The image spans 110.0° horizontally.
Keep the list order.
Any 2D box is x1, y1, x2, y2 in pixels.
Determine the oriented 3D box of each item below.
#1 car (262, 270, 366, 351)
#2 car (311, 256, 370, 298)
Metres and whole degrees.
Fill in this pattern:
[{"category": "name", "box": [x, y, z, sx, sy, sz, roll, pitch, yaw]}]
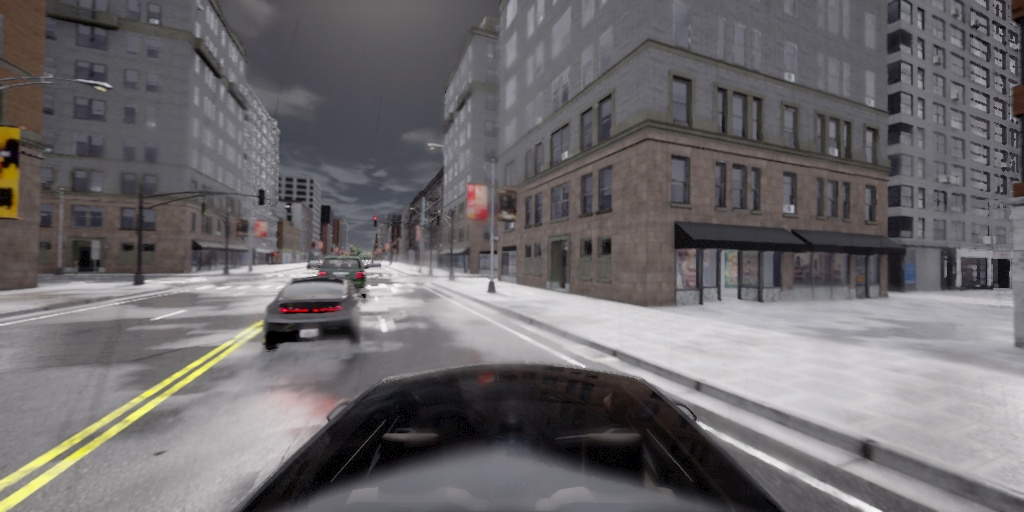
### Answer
[{"category": "car", "box": [-4.827, 1.265, 9.174, 1.837, 1.490, 4.892, 1, -1, -22]}, {"category": "car", "box": [-8.582, 1.028, 18.365, 2.150, 2.045, 5.566, 1, -1, -22]}]
